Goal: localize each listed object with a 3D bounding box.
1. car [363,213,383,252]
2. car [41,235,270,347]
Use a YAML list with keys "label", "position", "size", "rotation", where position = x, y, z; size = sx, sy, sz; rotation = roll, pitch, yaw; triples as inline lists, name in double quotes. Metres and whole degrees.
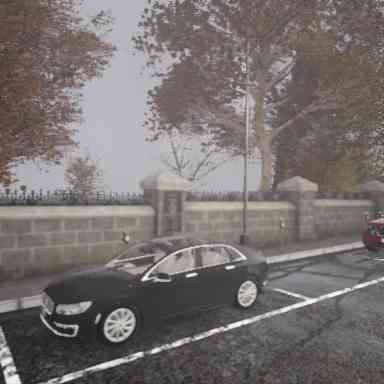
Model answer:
- label: "car"
  position: [8.571, 1.333, 12.654]
  size: [5.009, 1.841, 2.192]
  rotation: [0, 1, -35]
- label: "car"
  position: [-0.424, 1.555, 6.241]
  size: [4.403, 1.369, 2.008]
  rotation: [0, 1, -35]
